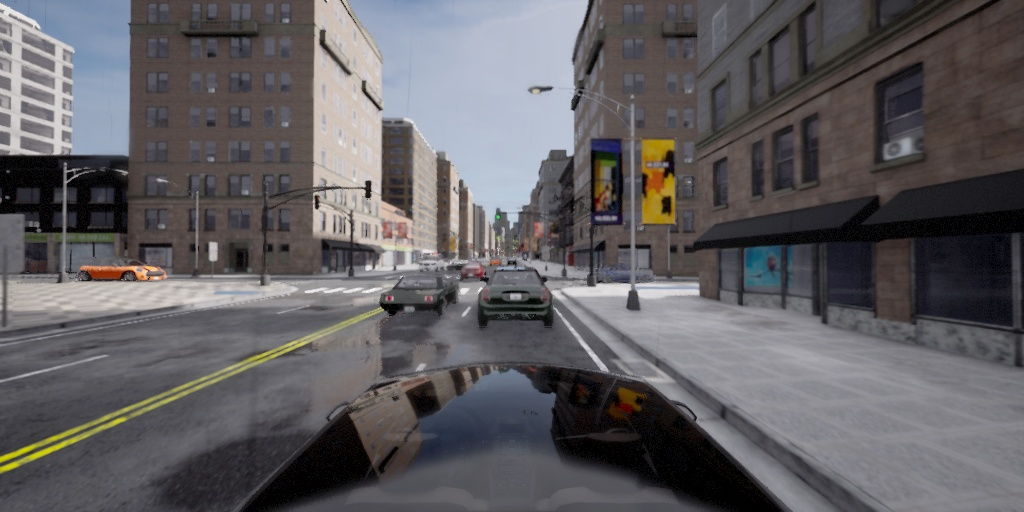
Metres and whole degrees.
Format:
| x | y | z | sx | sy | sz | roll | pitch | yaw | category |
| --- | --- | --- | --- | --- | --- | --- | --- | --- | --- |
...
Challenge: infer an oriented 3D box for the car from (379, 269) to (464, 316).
| x | y | z | sx | sy | sz | roll | pitch | yaw | category |
| --- | --- | --- | --- | --- | --- | --- | --- | --- | --- |
| -3.150 | 1.342 | 13.259 | 1.895 | 1.301 | 4.718 | 0 | 0 | 0 | car |

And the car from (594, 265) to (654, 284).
| x | y | z | sx | sy | sz | roll | pitch | yaw | category |
| --- | --- | --- | --- | --- | --- | --- | --- | --- | --- |
| 7.646 | 1.319 | 24.947 | 4.181 | 1.385 | 1.994 | 0 | -1 | -8 | car |

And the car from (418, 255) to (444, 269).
| x | y | z | sx | sy | sz | roll | pitch | yaw | category |
| --- | --- | --- | --- | --- | --- | --- | --- | --- | --- |
| -9.839 | 0.921 | 44.245 | 2.150 | 2.045 | 5.566 | 0 | 0 | 1 | car |

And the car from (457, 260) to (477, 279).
| x | y | z | sx | sy | sz | roll | pitch | yaw | category |
| --- | --- | --- | --- | --- | --- | --- | --- | --- | --- |
| -3.146 | 1.278 | 29.775 | 1.812 | 1.442 | 4.674 | 0 | 0 | 0 | car |

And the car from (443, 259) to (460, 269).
| x | y | z | sx | sy | sz | roll | pitch | yaw | category |
| --- | --- | --- | --- | --- | --- | --- | --- | --- | --- |
| -6.593 | 1.303 | 43.218 | 1.895 | 1.301 | 4.718 | 0 | 0 | 0 | car |

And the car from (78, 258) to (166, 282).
| x | y | z | sx | sy | sz | roll | pitch | yaw | category |
| --- | --- | --- | --- | --- | --- | --- | --- | --- | --- |
| -27.041 | 0.967 | 25.005 | 4.553 | 1.767 | 2.097 | 0 | -1 | 0 | car |

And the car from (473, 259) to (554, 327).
| x | y | z | sx | sy | sz | roll | pitch | yaw | category |
| --- | --- | --- | --- | --- | --- | --- | --- | --- | --- |
| 0.099 | 1.095 | 11.631 | 2.097 | 1.767 | 4.553 | 0 | 0 | 0 | car |
